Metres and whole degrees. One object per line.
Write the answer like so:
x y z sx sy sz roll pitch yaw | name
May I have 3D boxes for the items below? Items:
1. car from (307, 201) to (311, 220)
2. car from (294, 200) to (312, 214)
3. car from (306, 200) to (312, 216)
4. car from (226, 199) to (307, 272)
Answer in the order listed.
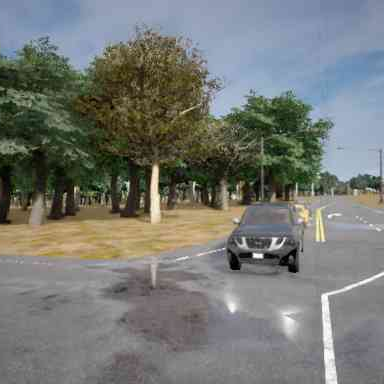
7.313 1.678 23.950 1.882 1.535 5.008 -1 0 21 | car
13.442 1.771 40.021 1.812 1.442 4.674 -1 0 21 | car
9.388 1.742 29.448 1.812 1.442 4.674 -1 0 21 | car
2.895 1.467 12.290 2.150 2.045 5.566 -2 0 21 | car
